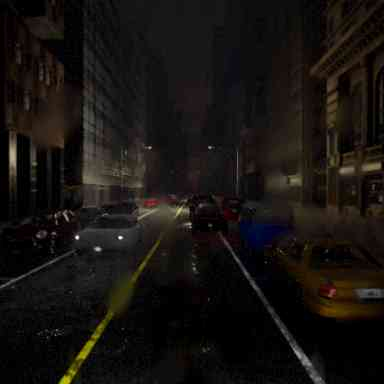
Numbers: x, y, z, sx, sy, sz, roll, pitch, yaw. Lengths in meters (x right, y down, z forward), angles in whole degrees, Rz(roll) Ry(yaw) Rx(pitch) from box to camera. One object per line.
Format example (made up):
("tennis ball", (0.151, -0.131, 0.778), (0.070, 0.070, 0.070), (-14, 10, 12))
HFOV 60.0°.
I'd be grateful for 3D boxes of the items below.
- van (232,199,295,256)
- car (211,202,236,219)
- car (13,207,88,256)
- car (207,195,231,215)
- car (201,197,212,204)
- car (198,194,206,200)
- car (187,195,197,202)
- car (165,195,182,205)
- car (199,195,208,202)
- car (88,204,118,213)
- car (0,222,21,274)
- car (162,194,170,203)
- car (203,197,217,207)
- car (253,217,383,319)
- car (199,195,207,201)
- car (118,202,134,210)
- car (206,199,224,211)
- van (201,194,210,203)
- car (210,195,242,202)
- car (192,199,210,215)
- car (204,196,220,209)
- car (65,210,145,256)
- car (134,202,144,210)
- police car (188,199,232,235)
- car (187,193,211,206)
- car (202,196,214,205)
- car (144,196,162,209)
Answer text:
("van", (2.758, 1.337, 12.859), (1.690, 1.788, 3.998), (0, 0, 0))
("car", (2.757, 1.576, 29.664), (1.802, 1.307, 4.206), (0, 0, 0))
("car", (-5.767, 1.435, 12.843), (1.967, 1.590, 4.097), (0, 0, 0))
("car", (2.755, 1.310, 35.265), (2.192, 1.841, 5.009), (0, 0, 0))
("car", (2.753, 1.583, 63.274), (1.802, 1.307, 4.206), (0, 0, 0))
("car", (2.749, 1.449, 91.283), (1.967, 1.590, 4.097), (0, 0, 0))
("car", (-0.008, 1.389, 72.049), (2.033, 1.411, 5.357), (0, 0, 0))
("car", (-3.007, 1.665, 57.098), (1.895, 1.301, 4.718), (0, 0, 0))
("car", (2.751, 1.551, 80.079), (1.887, 1.381, 4.507), (0, 0, 0))
("car", (-5.767, 1.545, 18.446), (2.008, 1.369, 4.403), (0, 0, 0))
("car", (-5.766, 1.579, 7.242), (1.802, 1.307, 4.206), (0, 0, 0))
("car", (-5.773, 1.441, 63.263), (1.967, 1.590, 4.097), (0, 0, 0))
("car", (2.754, 1.564, 52.070), (1.947, 1.339, 4.313), (0, 0, 0))
("car", (2.759, 1.523, 7.427), (1.752, 1.417, 4.829), (0, 0, 0))
("car", (2.750, 1.552, 85.681), (1.887, 1.381, 4.507), (0, 0, 0))
("car", (-5.768, 1.559, 24.048), (1.947, 1.339, 4.313), (0, 0, 0))
("car", (2.755, 1.561, 40.867), (1.947, 1.339, 4.313), (0, 0, 0))
("van", (2.751, 1.344, 68.875), (1.690, 1.788, 3.998), (0, 0, 0))
("car", (2.756, 1.309, 24.061), (2.192, 1.841, 5.009), (0, 0, 0))
("car", (0.896, 1.520, 34.797), (1.812, 1.442, 4.674), (0, 0, 0))
("car", (2.754, 1.437, 46.469), (1.967, 1.590, 4.097), (0, 0, 0))
("car", (-3.102, 1.596, 13.213), (1.895, 1.301, 4.718), (0, 0, 0))
("car", (-5.769, 1.559, 29.649), (1.947, 1.339, 4.313), (0, 0, 0))
("police car", (0.898, 1.420, 18.907), (1.930, 1.638, 5.238), (0, 0, 0))
("car", (0.850, 1.216, 28.826), (2.150, 2.045, 5.566), (0, 0, 0))
("car", (2.753, 1.440, 57.672), (1.967, 1.590, 4.097), (0, 0, 0))
("car", (-5.771, 1.541, 46.456), (1.887, 1.381, 4.507), (0, 0, 0))
